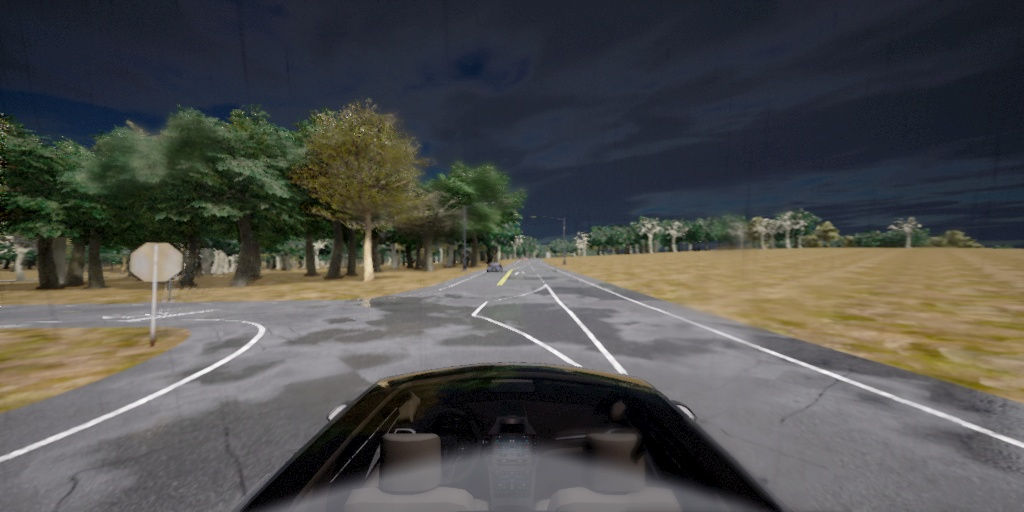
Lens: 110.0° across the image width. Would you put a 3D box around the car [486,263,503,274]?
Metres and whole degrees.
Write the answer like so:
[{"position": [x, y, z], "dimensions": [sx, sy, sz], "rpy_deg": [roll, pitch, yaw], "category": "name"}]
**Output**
[{"position": [-2.166, 1.542, 46.524], "dimensions": [1.994, 1.385, 4.181], "rpy_deg": [0, 0, 1], "category": "car"}]
